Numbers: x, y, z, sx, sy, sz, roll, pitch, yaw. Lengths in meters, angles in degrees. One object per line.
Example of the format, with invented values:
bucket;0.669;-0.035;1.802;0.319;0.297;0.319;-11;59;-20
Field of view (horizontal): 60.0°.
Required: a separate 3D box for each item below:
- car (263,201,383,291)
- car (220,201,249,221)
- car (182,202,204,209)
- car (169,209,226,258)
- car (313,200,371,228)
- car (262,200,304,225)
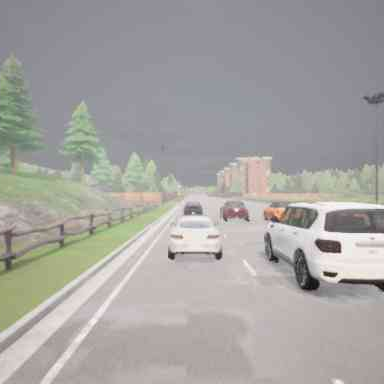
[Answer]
car;3.605;1.284;9.323;2.150;2.045;5.566;0;0;0
car;3.609;1.543;29.125;2.097;1.767;4.553;0;0;0
car;0.111;1.724;33.080;1.837;1.490;4.892;0;0;0
car;0.104;1.611;12.944;1.812;1.442;4.674;0;0;0
car;10.608;1.508;23.928;2.097;1.767;4.553;0;0;0
car;7.110;1.526;26.594;2.097;1.767;4.553;0;0;0
